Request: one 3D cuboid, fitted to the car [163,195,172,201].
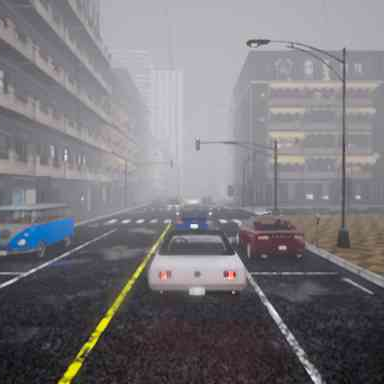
[{"bbox_3d":[-5.651,1.443,77.685,1.802,1.307,4.206,-1,0,0],"label":"car"}]

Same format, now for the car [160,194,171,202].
[{"bbox_3d":[-5.656,1.308,72.157,1.967,1.590,4.097,-1,0,0],"label":"car"}]

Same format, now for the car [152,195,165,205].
[{"bbox_3d":[-5.664,1.442,55.574,2.008,1.369,4.403,0,0,0],"label":"car"}]

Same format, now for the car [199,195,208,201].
[{"bbox_3d":[2.730,1.412,77.674,2.008,1.369,4.403,-1,0,0],"label":"car"}]

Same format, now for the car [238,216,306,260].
[{"bbox_3d":[2.689,1.517,12.092,1.887,1.381,4.507,0,0,0],"label":"car"}]

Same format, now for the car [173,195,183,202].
[{"bbox_3d":[-2.958,1.410,70.757,2.033,1.411,5.357,0,0,0],"label":"car"}]

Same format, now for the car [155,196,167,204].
[{"bbox_3d":[-5.661,1.449,61.101,1.947,1.339,4.313,0,0,0],"label":"car"}]

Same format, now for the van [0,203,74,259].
[{"bbox_3d":[-5.693,1.313,12.097,1.690,1.788,3.998,0,0,0],"label":"van"}]

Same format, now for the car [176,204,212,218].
[{"bbox_3d":[0.107,1.525,17.238,1.994,1.385,4.181,0,0,0],"label":"car"}]

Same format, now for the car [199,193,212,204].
[{"bbox_3d":[2.718,1.323,61.091,1.967,1.590,4.097,-1,0,0],"label":"car"}]

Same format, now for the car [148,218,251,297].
[{"bbox_3d":[0.105,1.581,8.500,1.895,1.301,4.718,0,0,0],"label":"car"}]

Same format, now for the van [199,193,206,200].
[{"bbox_3d":[2.734,1.190,88.730,1.690,1.788,3.998,-1,0,0],"label":"van"}]

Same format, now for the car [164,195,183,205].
[{"bbox_3d":[-3.049,1.455,55.037,1.994,1.385,4.181,0,0,0],"label":"car"}]

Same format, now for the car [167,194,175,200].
[{"bbox_3d":[-5.644,1.375,88.571,1.752,1.417,4.829,-1,0,0],"label":"car"}]
